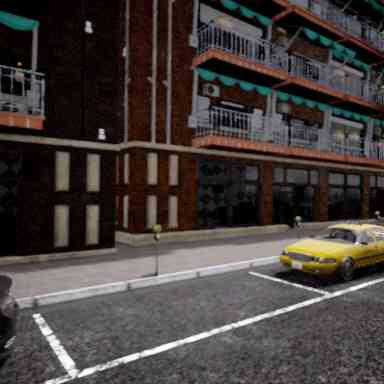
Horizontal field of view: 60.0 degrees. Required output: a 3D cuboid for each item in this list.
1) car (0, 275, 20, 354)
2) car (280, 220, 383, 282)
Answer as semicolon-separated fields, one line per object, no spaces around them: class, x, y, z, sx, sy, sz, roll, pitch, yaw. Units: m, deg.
car;-4.293;1.548;3.486;4.403;1.369;2.008;0;1;-35
car;4.635;1.545;9.854;4.829;1.417;1.752;0;1;-35
